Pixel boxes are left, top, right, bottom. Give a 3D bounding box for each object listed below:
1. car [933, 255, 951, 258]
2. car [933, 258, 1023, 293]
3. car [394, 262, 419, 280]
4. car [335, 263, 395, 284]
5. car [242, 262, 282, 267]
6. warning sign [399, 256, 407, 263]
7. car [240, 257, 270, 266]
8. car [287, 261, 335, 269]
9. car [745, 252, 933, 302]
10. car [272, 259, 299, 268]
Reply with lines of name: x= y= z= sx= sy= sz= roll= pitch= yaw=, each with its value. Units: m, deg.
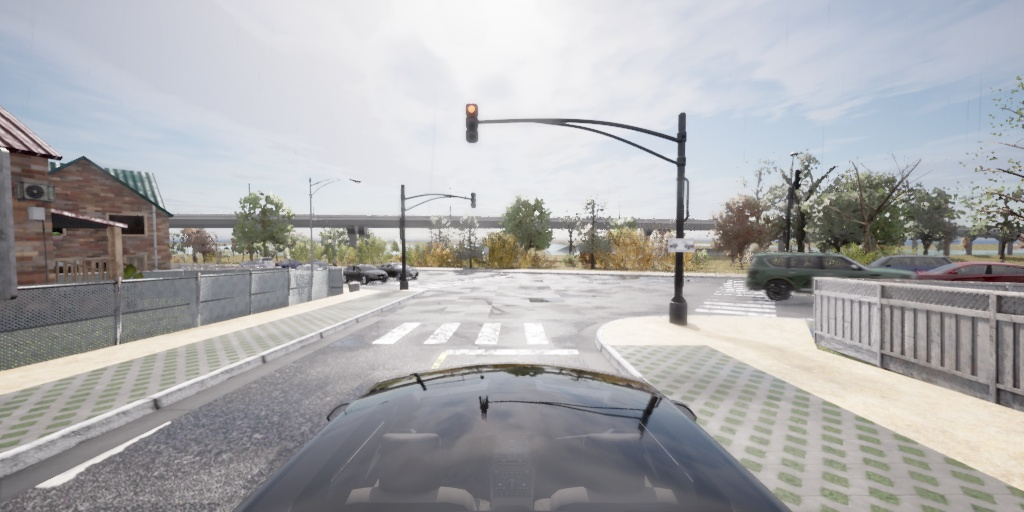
car: x=19.825 y=0.751 z=18.565 sx=4.553 sy=1.767 sz=2.097 roll=0 pitch=2 yaw=36
car: x=19.180 y=0.978 z=15.022 sx=5.008 sy=1.535 sz=1.882 roll=0 pitch=2 yaw=36
car: x=-10.440 y=1.336 z=32.301 sx=4.902 sy=1.511 sz=2.128 roll=0 pitch=2 yaw=36
car: x=-12.208 y=1.460 z=29.571 sx=4.892 sy=1.490 sz=1.837 roll=0 pitch=2 yaw=36
car: x=-29.373 y=1.697 z=42.070 sx=4.718 sy=1.301 sz=1.895 roll=0 pitch=2 yaw=36
warning sign: x=-14.249 y=0.709 z=46.771 sx=1.060 sy=1.860 sz=1.300 roll=0 pitch=0 yaw=36
car: x=-37.970 y=1.424 z=52.434 sx=4.553 sy=1.767 sz=2.097 roll=0 pitch=2 yaw=36
car: x=-19.724 y=1.541 z=35.045 sx=4.674 sy=1.442 sz=1.812 roll=0 pitch=2 yaw=36
car: x=13.132 y=0.875 z=15.136 sx=5.566 sy=2.045 sz=2.150 roll=-1 pitch=2 yaw=36
car: x=-32.735 y=1.281 z=52.773 sx=4.553 sy=1.767 sz=2.097 roll=-1 pitch=2 yaw=36
